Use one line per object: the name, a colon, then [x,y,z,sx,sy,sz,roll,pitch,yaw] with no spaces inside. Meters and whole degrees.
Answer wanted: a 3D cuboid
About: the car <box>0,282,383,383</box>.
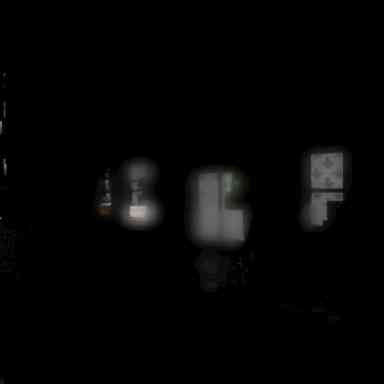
car: [-0.302,1.570,3.095,4.313,1.339,1.947,0,0,36]
